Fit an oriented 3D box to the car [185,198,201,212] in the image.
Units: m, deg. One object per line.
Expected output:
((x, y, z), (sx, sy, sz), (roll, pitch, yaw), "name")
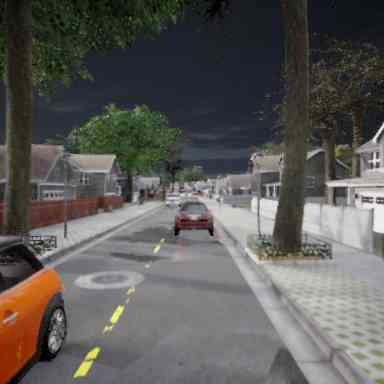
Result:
((0.108, 1.488, 40.533), (1.837, 1.490, 4.892), (0, 0, 0), "car")

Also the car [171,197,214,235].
((0.105, 1.346, 19.031), (2.097, 1.767, 4.553), (0, 0, 0), "car")

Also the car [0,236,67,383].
((-2.853, 1.351, 2.879), (2.097, 1.767, 4.553), (0, 0, 0), "car")

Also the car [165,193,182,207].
((-2.772, 1.198, 50.406), (2.150, 2.045, 5.566), (0, 0, 0), "car")
